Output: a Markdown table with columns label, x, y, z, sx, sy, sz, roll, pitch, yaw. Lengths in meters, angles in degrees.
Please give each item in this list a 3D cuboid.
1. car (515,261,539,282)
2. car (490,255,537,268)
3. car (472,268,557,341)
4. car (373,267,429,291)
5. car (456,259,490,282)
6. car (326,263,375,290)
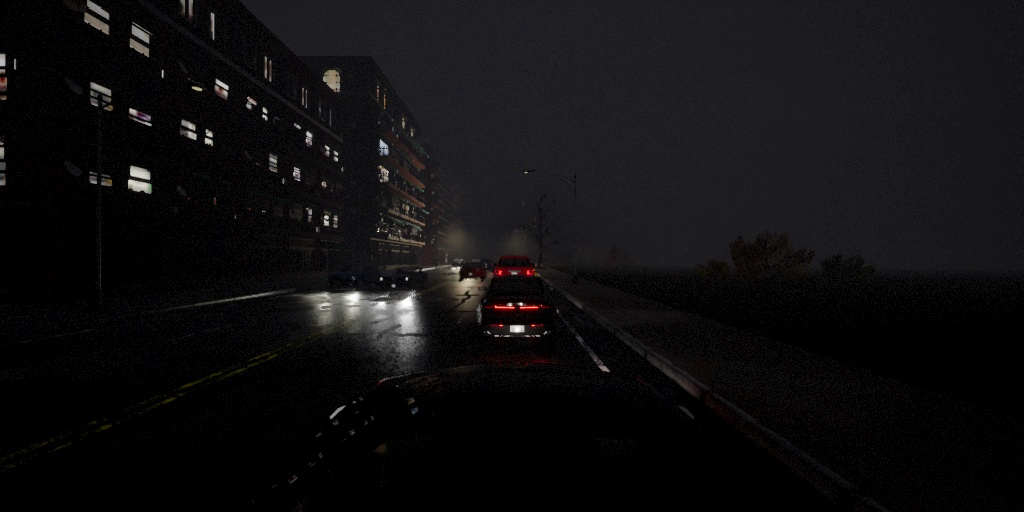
| label | x | y | z | sx | sy | sz | roll | pitch | yaw |
| --- | --- | --- | --- | --- | --- | --- | --- | --- | --- |
| car | 1.166 | 1.209 | 30.585 | 1.801 | 1.575 | 5.366 | 0 | 0 | 0 |
| car | 0.118 | 0.975 | 20.178 | 2.150 | 2.045 | 5.566 | 0 | 0 | 0 |
| car | 0.110 | 1.256 | 9.831 | 1.837 | 1.490 | 4.892 | 0 | 0 | 0 |
| car | -6.579 | 1.354 | 22.162 | 1.895 | 1.301 | 4.718 | 0 | 0 | 0 |
| car | -3.122 | 1.232 | 29.449 | 1.882 | 1.535 | 5.008 | 0 | -1 | 0 |
| car | -9.829 | 1.231 | 22.739 | 1.882 | 1.535 | 5.008 | 0 | 0 | 0 |
